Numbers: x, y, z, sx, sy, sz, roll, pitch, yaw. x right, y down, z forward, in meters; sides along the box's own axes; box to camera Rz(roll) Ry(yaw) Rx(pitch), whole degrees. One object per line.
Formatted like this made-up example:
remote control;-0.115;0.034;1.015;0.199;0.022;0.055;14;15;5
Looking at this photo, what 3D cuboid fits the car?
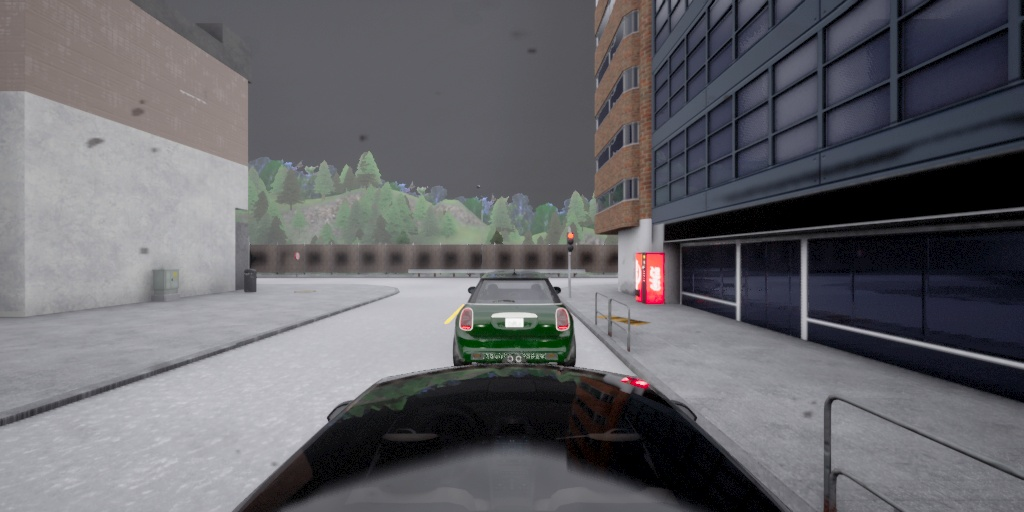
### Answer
car;0.055;1.102;7.939;2.097;1.767;4.553;0;0;0
